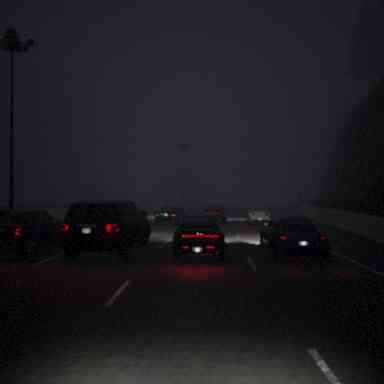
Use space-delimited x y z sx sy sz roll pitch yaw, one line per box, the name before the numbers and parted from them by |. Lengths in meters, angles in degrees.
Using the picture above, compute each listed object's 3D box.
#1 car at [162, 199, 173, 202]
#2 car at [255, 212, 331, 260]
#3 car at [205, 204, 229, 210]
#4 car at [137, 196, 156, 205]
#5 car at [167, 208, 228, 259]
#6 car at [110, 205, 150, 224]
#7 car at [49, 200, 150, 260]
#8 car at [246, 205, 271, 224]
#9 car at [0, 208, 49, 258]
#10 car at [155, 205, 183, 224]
car | -4.802 2.273 78.378 1.994 1.385 4.181 0 -1 23
car | 3.846 1.690 13.017 1.994 1.385 4.181 0 0 4
car | 1.889 1.762 27.161 1.837 1.490 4.892 0 0 9
car | -11.089 1.965 81.458 2.150 2.045 5.566 0 -1 23
car | 0.355 1.632 13.260 1.837 1.490 4.892 0 0 4
car | -5.069 1.857 28.006 1.895 1.301 4.718 0 0 9
car | -3.165 1.337 13.202 2.150 2.045 5.566 0 0 4
car | 5.364 1.779 26.714 1.812 1.442 4.674 0 0 9
car | -6.648 1.470 13.512 2.097 1.767 4.553 0 -1 4
car | -1.628 1.800 27.371 2.033 1.411 5.357 0 -1 9
